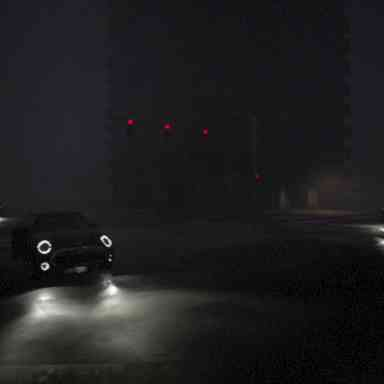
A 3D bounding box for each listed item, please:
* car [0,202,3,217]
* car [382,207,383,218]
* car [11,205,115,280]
[{"bbox_3d":[-18.668,1.336,30.411,2.097,1.767,4.553,0,0,-36],"label":"car"},{"bbox_3d":[15.860,1.106,23.865,5.566,2.045,2.150,0,0,-36],"label":"car"},{"bbox_3d":[-4.065,1.341,10.128,2.097,1.767,4.553,0,0,-36],"label":"car"}]
